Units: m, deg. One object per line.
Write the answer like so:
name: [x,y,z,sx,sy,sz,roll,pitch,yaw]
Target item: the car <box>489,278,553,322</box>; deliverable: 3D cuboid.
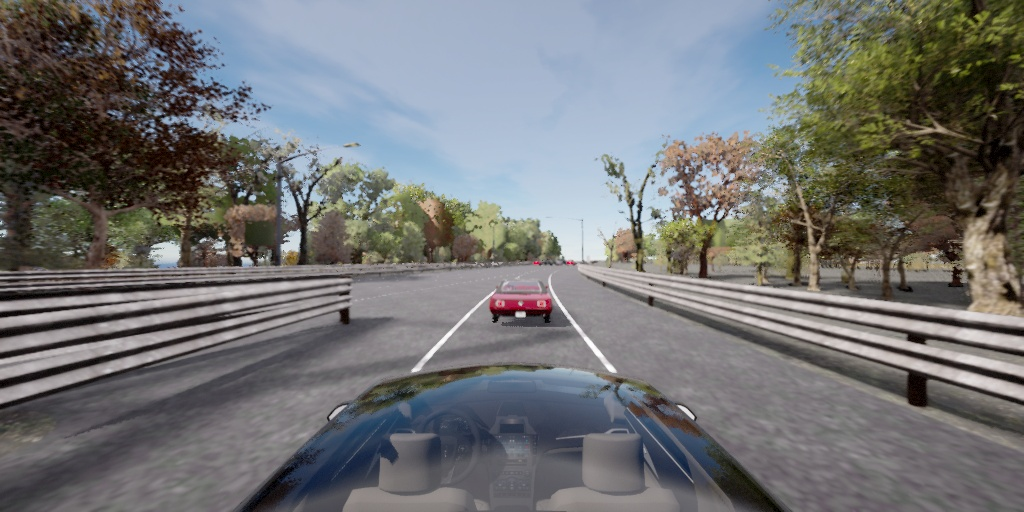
car: [0.340,1.433,12.663,1.895,1.301,4.718,0,0,2]
